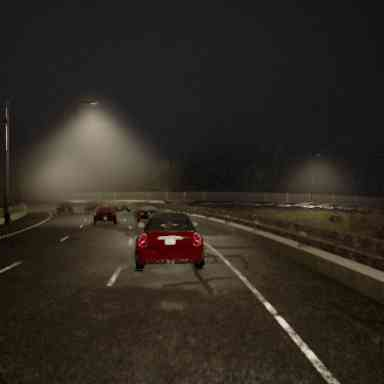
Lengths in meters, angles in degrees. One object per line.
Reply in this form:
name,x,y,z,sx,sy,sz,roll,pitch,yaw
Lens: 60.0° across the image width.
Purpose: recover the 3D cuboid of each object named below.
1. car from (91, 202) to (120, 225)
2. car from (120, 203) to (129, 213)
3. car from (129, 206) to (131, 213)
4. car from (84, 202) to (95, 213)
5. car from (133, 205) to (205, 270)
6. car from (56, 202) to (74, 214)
car,-7.217,1.863,27.716,1.812,1.442,4.674,0,-1,-15
car,-9.703,2.142,45.337,1.895,1.301,4.718,0,-1,-24
car,-4.239,1.898,30.266,2.033,1.411,5.357,0,-1,-16
car,-13.410,2.081,44.983,1.812,1.442,4.674,0,-1,-24
car,-0.834,1.486,11.750,2.097,1.767,4.553,0,-1,-6
car,-16.608,2.081,43.608,1.812,1.442,4.674,0,0,-24
